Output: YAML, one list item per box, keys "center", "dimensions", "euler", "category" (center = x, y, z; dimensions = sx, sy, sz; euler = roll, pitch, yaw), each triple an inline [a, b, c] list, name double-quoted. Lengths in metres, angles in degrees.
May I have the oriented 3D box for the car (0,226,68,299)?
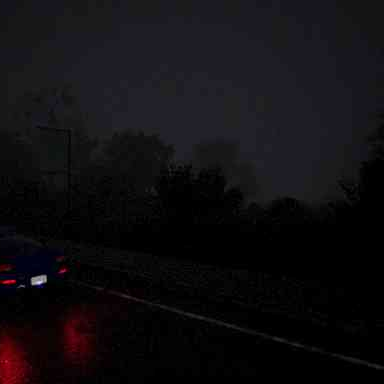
- center: [-4.734, 1.533, 7.865]
  dimensions: [4.674, 1.442, 1.812]
  euler: [0, 0, 39]
  category: "car"
